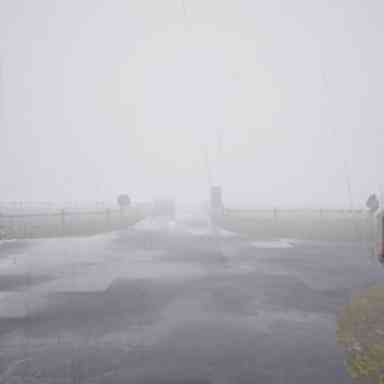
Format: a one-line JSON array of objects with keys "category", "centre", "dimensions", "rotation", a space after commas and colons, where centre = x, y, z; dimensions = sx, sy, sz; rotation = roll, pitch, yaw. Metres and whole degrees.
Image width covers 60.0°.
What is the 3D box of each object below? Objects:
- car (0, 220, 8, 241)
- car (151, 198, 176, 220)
[{"category": "car", "centre": [-10.741, 1.624, 14.312], "dimensions": [5.008, 1.535, 1.882], "rotation": [0, 2, -7]}, {"category": "car", "centre": [-2.741, 1.611, 32.853], "dimensions": [2.150, 2.045, 5.566], "rotation": [0, 0, 0]}]
